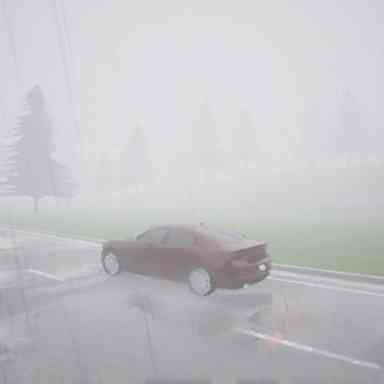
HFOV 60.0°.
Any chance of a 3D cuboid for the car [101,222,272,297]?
[{"bbox_3d":[-0.384,1.545,8.892,5.008,1.535,1.882,-1,0,38],"label":"car"}]
